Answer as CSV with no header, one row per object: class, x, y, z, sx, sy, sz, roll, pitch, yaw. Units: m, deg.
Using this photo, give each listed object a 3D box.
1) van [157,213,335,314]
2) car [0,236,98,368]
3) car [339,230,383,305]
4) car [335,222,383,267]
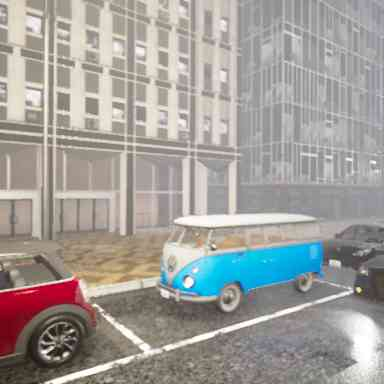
van,1.213,1.394,7.429,3.998,1.788,1.690,1,-1,-36
car,-3.420,1.435,4.123,4.097,1.590,1.967,1,-1,-36
car,5.342,1.650,7.189,4.181,1.385,1.994,1,0,-36
car,5.847,1.677,10.734,4.313,1.339,1.947,1,-1,-36
